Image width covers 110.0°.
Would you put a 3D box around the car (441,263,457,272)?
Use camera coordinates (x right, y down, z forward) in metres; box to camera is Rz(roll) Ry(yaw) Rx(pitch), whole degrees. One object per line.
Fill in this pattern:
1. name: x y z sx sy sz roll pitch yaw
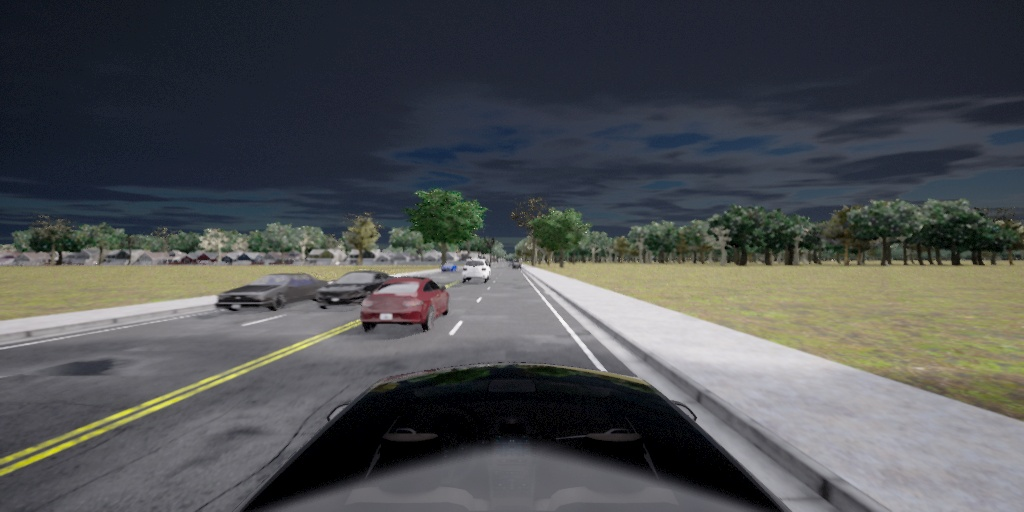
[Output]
1. car: -9.808 1.855 56.102 1.882 1.535 5.008 0 -1 0

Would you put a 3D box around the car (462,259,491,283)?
1. car: -3.148 1.311 32.515 2.150 2.045 5.566 0 -1 0

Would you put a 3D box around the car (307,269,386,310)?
1. car: -6.600 1.382 15.890 1.882 1.535 5.008 0 -1 0

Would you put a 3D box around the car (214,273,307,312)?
1. car: -9.852 1.447 15.465 2.033 1.411 5.357 0 -1 0

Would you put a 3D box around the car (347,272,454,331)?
1. car: -3.152 1.380 11.293 1.812 1.442 4.674 0 -1 0
